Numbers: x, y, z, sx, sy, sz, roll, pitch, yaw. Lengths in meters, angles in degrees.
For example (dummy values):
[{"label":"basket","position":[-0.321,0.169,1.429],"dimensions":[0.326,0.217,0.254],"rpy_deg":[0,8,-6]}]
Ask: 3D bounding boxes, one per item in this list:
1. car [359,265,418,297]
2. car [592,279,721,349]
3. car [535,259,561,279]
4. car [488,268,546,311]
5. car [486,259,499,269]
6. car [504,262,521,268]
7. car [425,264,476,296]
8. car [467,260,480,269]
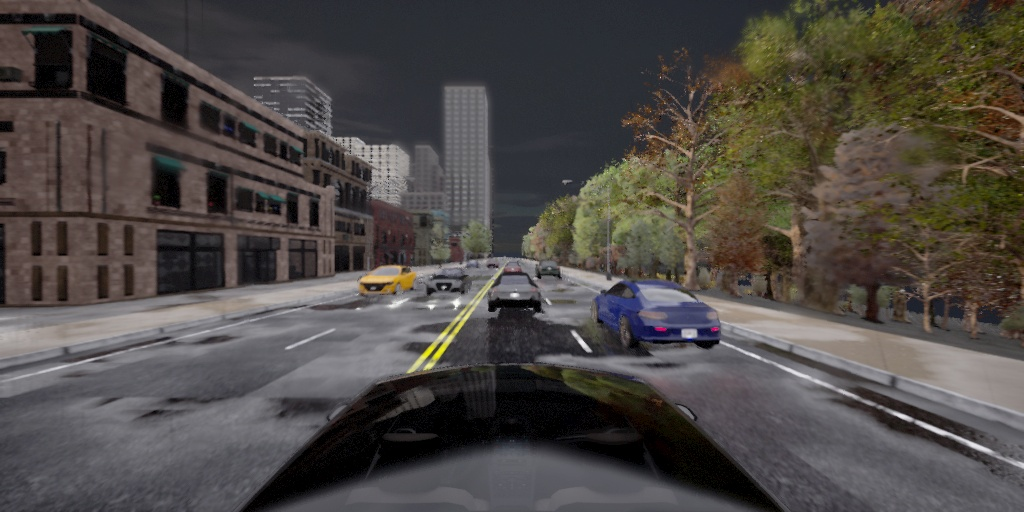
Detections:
[{"label":"car","position":[-6.603,1.264,19.581],"dimensions":[1.882,1.535,5.008],"rpy_deg":[0,0,0]},{"label":"car","position":[3.346,1.291,9.068],"dimensions":[1.812,1.442,4.674],"rpy_deg":[0,0,0]},{"label":"car","position":[3.338,1.169,34.149],"dimensions":[2.097,1.767,4.553],"rpy_deg":[0,0,0]},{"label":"car","position":[0.096,1.341,14.515],"dimensions":[1.994,1.385,4.181],"rpy_deg":[0,0,0]},{"label":"car","position":[-3.307,1.218,60.892],"dimensions":[2.097,1.767,4.553],"rpy_deg":[0,0,1]},{"label":"car","position":[0.087,1.393,40.527],"dimensions":[1.994,1.385,4.181],"rpy_deg":[0,0,0]},{"label":"car","position":[-3.352,1.350,19.622],"dimensions":[1.994,1.385,4.181],"rpy_deg":[0,0,0]},{"label":"car","position":[-6.555,1.389,60.816],"dimensions":[1.812,1.442,4.674],"rpy_deg":[0,0,1]}]
